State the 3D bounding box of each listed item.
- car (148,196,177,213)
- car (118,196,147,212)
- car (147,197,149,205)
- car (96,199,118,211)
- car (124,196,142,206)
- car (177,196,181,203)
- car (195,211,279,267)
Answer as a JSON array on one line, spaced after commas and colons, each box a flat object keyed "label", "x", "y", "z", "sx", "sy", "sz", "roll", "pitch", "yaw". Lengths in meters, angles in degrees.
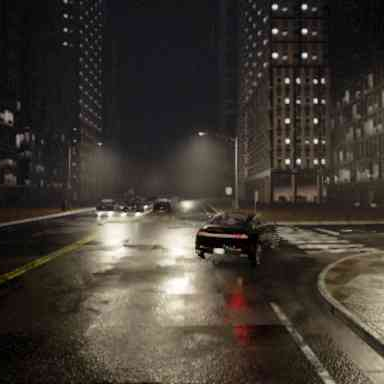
[{"label": "car", "x": -3.146, "y": 1.437, "z": 36.569, "sx": 2.128, "sy": 1.511, "sz": 4.902, "roll": 0, "pitch": 0, "yaw": 0}, {"label": "car", "x": -6.584, "y": 1.449, "z": 37.559, "sx": 1.837, "sy": 1.490, "sz": 4.892, "roll": 0, "pitch": 0, "yaw": 0}, {"label": "car", "x": -6.553, "y": 1.447, "z": 53.925, "sx": 1.812, "sy": 1.442, "sz": 4.674, "roll": 0, "pitch": 0, "yaw": 0}, {"label": "car", "x": -9.828, "y": 1.507, "z": 39.058, "sx": 1.994, "sy": 1.385, "sz": 4.181, "roll": 0, "pitch": 0, "yaw": 0}, {"label": "car", "x": -9.785, "y": 1.410, "z": 55.811, "sx": 2.128, "sy": 1.511, "sz": 4.902, "roll": 0, "pitch": 0, "yaw": 1}, {"label": "car", "x": -3.142, "y": 1.429, "z": 66.565, "sx": 1.812, "sy": 1.442, "sz": 4.674, "roll": 0, "pitch": 0, "yaw": 0}, {"label": "car", "x": 1.698, "y": 1.411, "z": 11.434, "sx": 2.128, "sy": 1.511, "sz": 4.902, "roll": 1, "pitch": 1, "yaw": 23}]
